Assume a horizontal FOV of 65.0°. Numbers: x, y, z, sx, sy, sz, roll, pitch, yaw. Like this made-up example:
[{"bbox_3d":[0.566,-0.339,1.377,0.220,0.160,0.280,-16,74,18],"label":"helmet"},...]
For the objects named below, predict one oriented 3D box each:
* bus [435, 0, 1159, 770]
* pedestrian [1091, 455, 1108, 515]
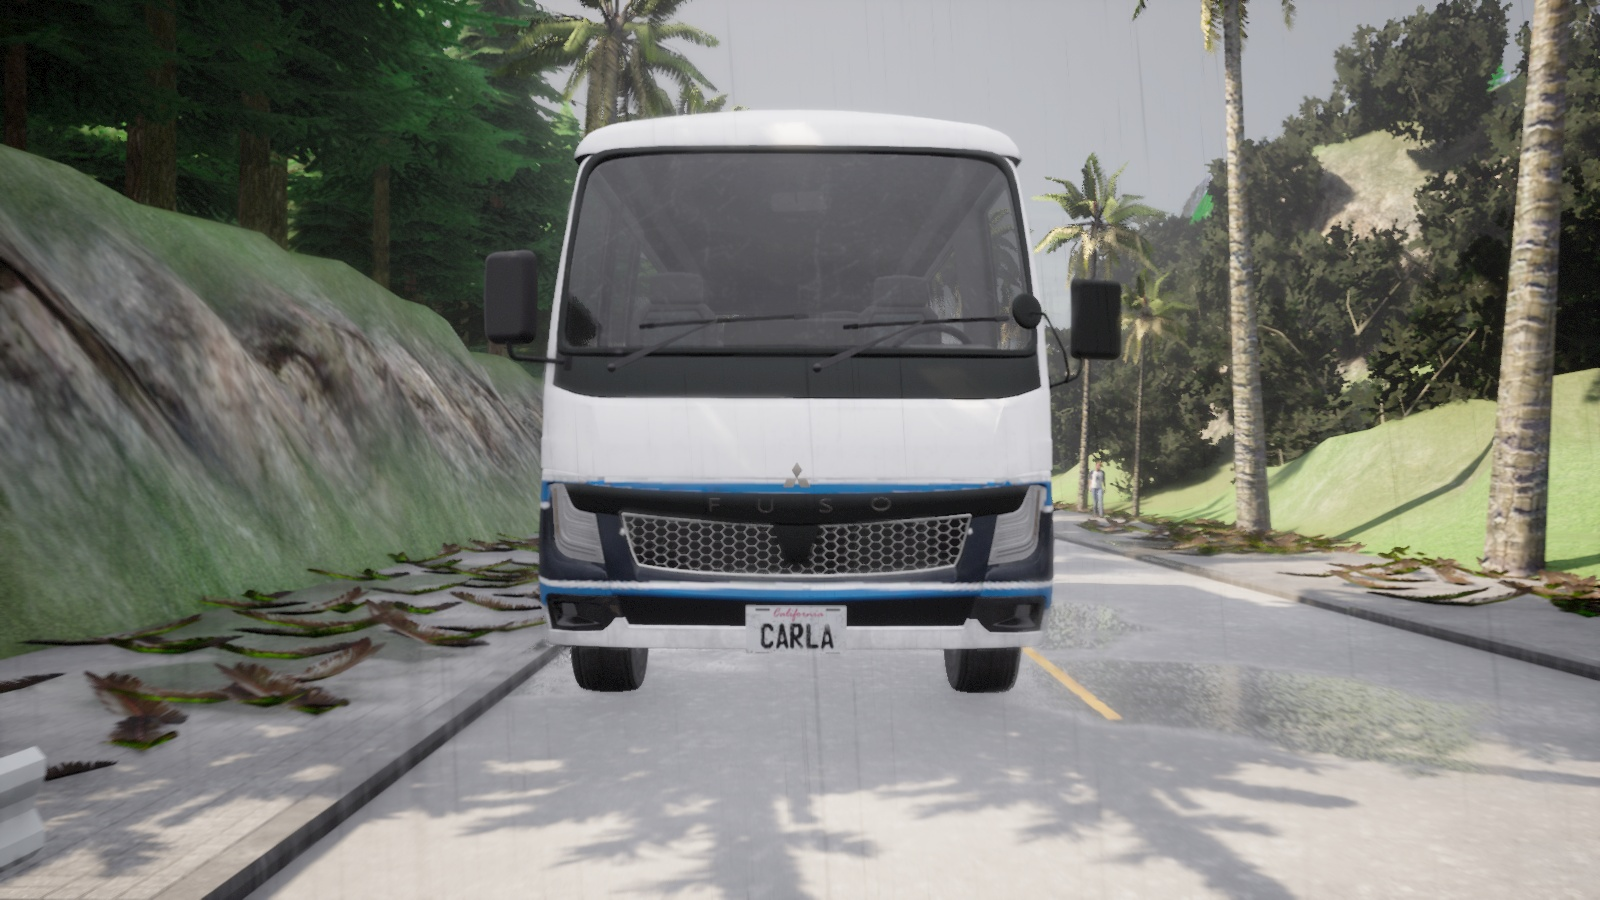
[{"bbox_3d":[-0.031,-0.361,12.011,3.944,4.253,10.273,0,0,0],"label":"bus"},{"bbox_3d":[9.350,1.086,39.214,0.354,1.836,0.706,0,-1,1],"label":"pedestrian"}]
